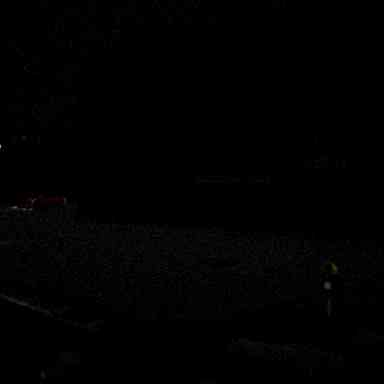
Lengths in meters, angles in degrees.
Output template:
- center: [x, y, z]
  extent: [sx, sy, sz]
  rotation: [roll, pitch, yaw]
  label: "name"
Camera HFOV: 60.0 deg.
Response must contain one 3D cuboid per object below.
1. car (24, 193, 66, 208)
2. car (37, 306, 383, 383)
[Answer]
- center: [-17.483, 0.934, 39.709]
  extent: [2.097, 1.767, 4.553]
  rotation: [0, 2, 35]
  label: "car"
- center: [0.526, 1.586, 2.424]
  extent: [4.206, 1.307, 1.802]
  rotation: [0, 0, 36]
  label: "car"
